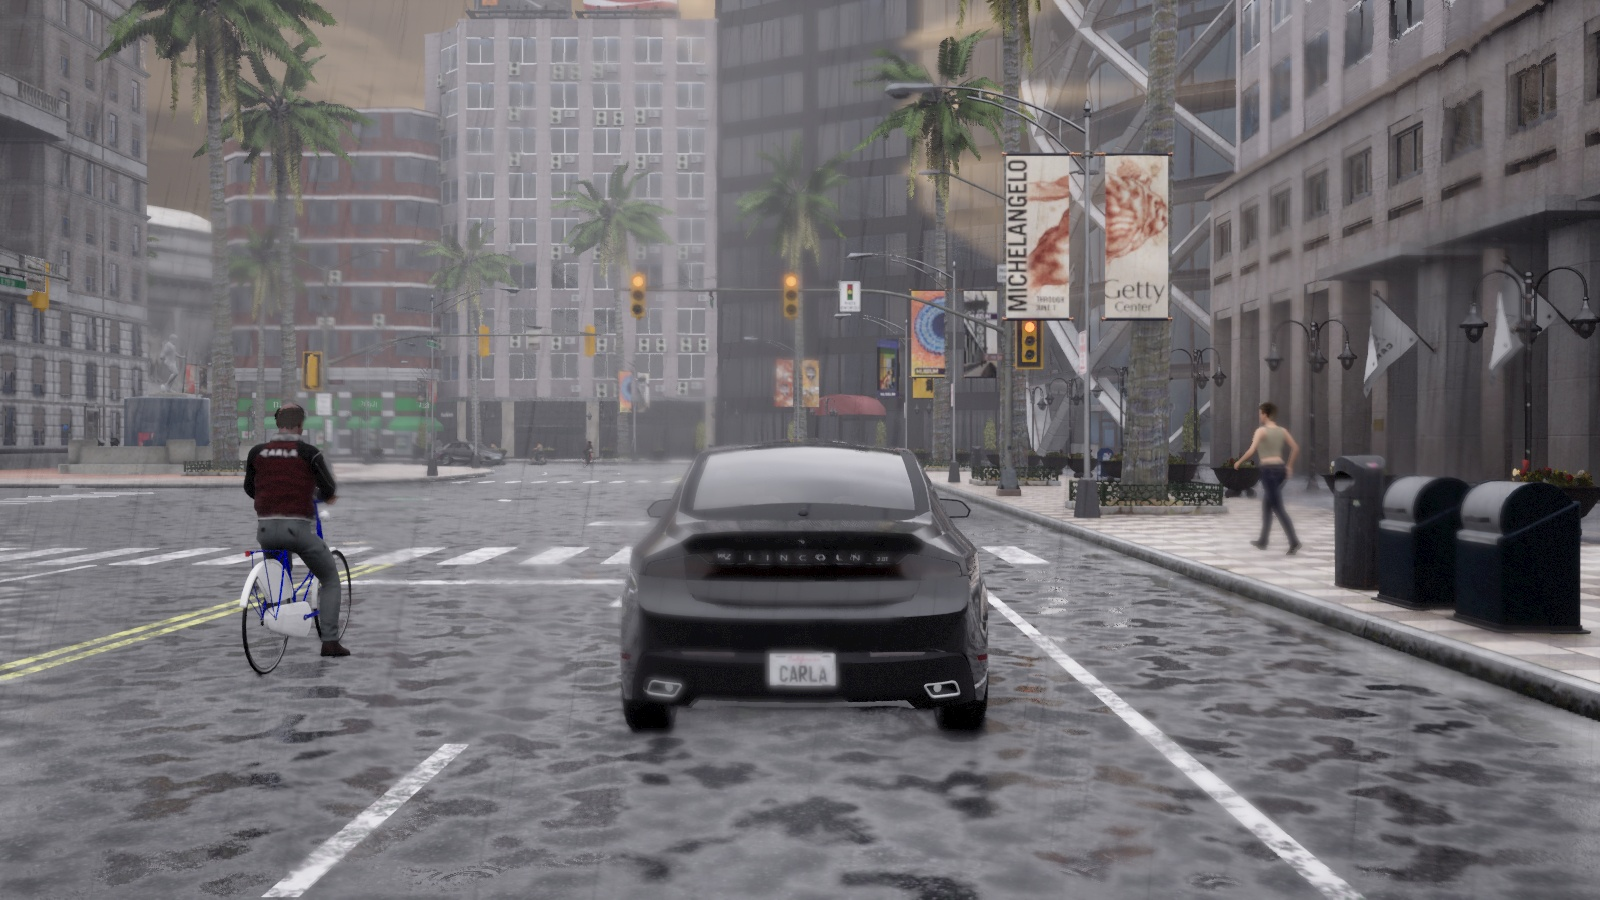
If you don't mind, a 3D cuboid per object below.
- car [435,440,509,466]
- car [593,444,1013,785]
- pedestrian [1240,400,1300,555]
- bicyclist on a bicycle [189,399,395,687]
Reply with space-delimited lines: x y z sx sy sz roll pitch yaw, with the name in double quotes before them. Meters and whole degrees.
"car" -21.979 0.184 84.080 4.856 1.649 2.033 0 0 33
"car" 0.047 0.707 7.945 1.837 1.490 4.892 0 0 1
"pedestrian" 5.705 0.322 15.247 0.345 1.836 0.594 0 0 -28
"bicyclist on a bicycle" -3.432 0.565 8.669 0.659 1.776 1.843 0 1 0
